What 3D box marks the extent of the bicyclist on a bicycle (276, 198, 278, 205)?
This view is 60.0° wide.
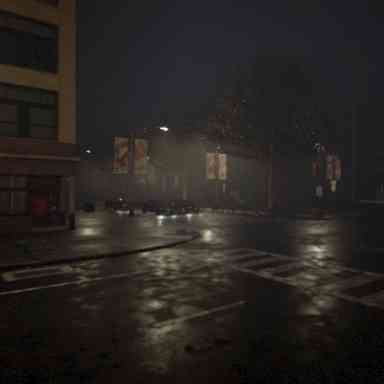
[{"bbox_3d":[12.629,1.285,50.678,1.656,1.620,0.582,0,0,-36],"label":"bicyclist on a bicycle"}]

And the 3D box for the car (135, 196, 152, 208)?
[{"bbox_3d":[-6.863,1.592,44.455,1.895,1.301,4.718,0,0,-35],"label":"car"}]

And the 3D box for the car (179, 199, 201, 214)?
[{"bbox_3d":[-1.016,1.497,36.301,1.837,1.490,4.892,0,0,-36],"label":"car"}]

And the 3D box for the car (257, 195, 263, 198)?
[{"bbox_3d":[17.552,1.438,83.236,1.895,1.301,4.718,0,0,-36],"label":"car"}]

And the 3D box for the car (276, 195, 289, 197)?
[{"bbox_3d":[18.392,1.298,69.305,2.002,1.452,4.674,0,0,-36],"label":"car"}]

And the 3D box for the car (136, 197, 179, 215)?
[{"bbox_3d":[-3.584,1.519,33.867,1.812,1.442,4.674,0,0,-35],"label":"car"}]

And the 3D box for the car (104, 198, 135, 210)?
[{"bbox_3d":[-9.572,1.485,42.229,2.128,1.511,4.902,0,0,-35],"label":"car"}]

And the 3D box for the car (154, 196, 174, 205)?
[{"bbox_3d":[-5.236,1.551,61.976,1.994,1.385,4.181,0,0,-36],"label":"car"}]

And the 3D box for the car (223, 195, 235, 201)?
[{"bbox_3d":[7.907,1.393,76.777,2.161,1.482,4.786,0,0,-36],"label":"car"}]

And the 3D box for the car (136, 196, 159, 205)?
[{"bbox_3d":[-8.075,1.466,59.929,1.882,1.535,5.008,0,0,-36],"label":"car"}]
